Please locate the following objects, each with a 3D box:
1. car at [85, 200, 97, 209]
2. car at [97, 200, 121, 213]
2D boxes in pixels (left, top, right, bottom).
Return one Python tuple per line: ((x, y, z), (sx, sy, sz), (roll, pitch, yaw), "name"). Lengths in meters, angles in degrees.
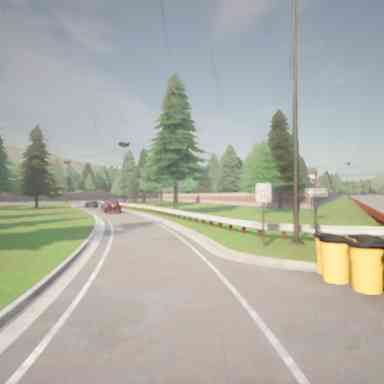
((-17.526, 2.075, 58.142), (2.128, 1.511, 4.902), (0, -1, -25), "car")
((-10.512, 1.768, 42.916), (2.097, 1.767, 4.553), (0, 0, -23), "car")
